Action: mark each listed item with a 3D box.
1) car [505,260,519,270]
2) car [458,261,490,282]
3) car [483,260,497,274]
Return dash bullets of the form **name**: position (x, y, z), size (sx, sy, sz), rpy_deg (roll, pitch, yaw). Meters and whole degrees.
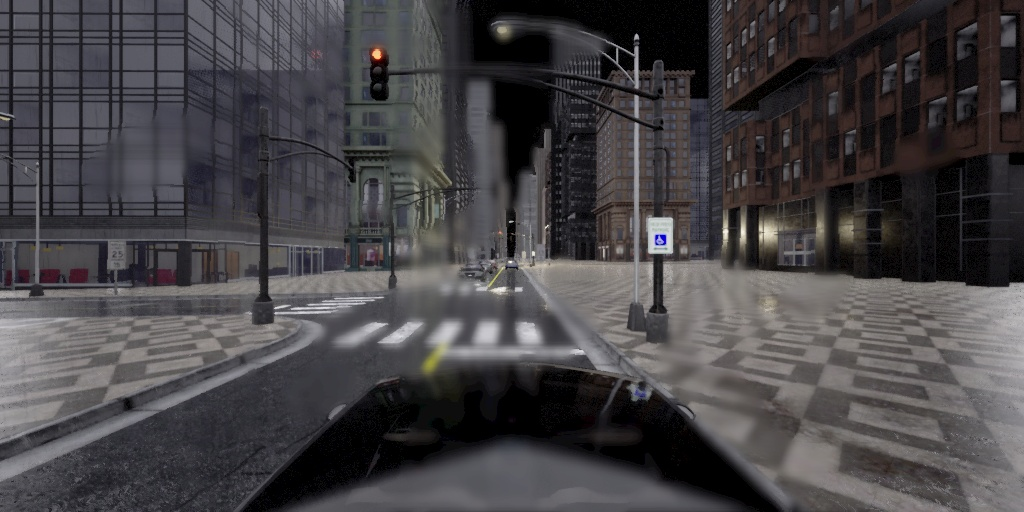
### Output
- **car**: position (-0.020, 1.326, 53.416), size (1.994, 1.385, 4.181), rpy_deg (0, 0, 0)
- **car**: position (-3.114, 1.314, 29.003), size (1.994, 1.385, 4.181), rpy_deg (0, 0, 0)
- **car**: position (-3.109, 1.246, 40.499), size (2.128, 1.511, 4.902), rpy_deg (0, 0, 0)
